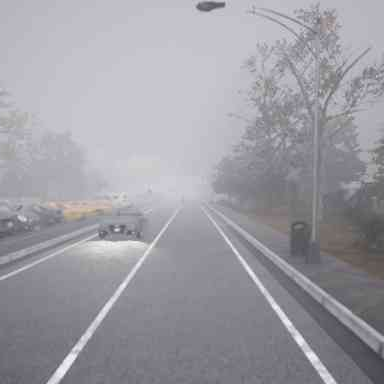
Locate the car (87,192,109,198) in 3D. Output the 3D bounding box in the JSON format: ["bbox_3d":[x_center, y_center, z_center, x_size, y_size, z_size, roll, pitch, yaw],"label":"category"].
[{"bbox_3d":[-23.476,0.841,83.192,4.792,1.488,2.163,0,0,0],"label":"car"}]

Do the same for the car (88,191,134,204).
[{"bbox_3d":[-10.223,1.232,39.504,5.566,2.045,2.435,0,0,0],"label":"car"}]

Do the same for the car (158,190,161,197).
[{"bbox_3d":[-10.412,0.868,77.652,4.792,1.488,2.163,0,0,0],"label":"car"}]

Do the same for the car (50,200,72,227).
[{"bbox_3d":[-10.227,1.422,20.081,4.892,1.521,2.231,0,0,0],"label":"car"}]

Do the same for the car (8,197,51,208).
[{"bbox_3d":[-23.254,1.517,47.728,5.008,1.535,2.097,0,0,0],"label":"car"}]

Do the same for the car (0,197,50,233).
[{"bbox_3d":[-10.269,1.302,17.301,4.553,1.767,2.185,0,0,0],"label":"car"}]

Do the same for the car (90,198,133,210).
[{"bbox_3d":[-10.195,1.495,42.279,5.008,1.535,2.097,0,0,0],"label":"car"}]

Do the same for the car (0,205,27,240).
[{"bbox_3d":[-10.273,1.467,14.529,4.792,1.488,2.163,0,0,0],"label":"car"}]

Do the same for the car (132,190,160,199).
[{"bbox_3d":[-10.361,0.877,74.868,4.792,1.488,2.163,0,0,0],"label":"car"}]

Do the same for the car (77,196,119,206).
[{"bbox_3d":[-10.026,1.445,31.174,5.366,1.575,1.946,0,0,0],"label":"car"}]

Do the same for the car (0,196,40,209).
[{"bbox_3d":[-23.296,1.380,44.957,4.553,1.767,2.185,0,0,0],"label":"car"}]

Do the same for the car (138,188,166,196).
[{"bbox_3d":[-10.388,0.535,86.008,5.566,2.045,2.435,0,1,0],"label":"car"}]

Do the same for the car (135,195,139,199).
[{"bbox_3d":[-10.155,1.536,45.055,4.792,1.488,2.163,0,0,0],"label":"car"}]

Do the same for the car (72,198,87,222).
[{"bbox_3d":[-10.413,1.418,22.849,5.366,1.575,1.946,0,0,0],"label":"car"}]

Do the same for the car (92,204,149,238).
[{"bbox_3d":[-3.368,1.512,17.002,1.994,1.385,4.181,0,0,0],"label":"car"}]

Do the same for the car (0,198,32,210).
[{"bbox_3d":[-23.240,1.524,42.311,4.792,1.488,2.163,0,0,0],"label":"car"}]

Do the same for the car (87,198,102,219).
[{"bbox_3d":[-10.037,1.424,25.501,5.366,1.575,1.946,0,0,0],"label":"car"}]

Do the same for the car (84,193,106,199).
[{"bbox_3d":[-23.458,0.868,80.280,4.674,1.452,2.002,0,0,0],"label":"car"}]

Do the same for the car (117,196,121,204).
[{"bbox_3d":[-10.212,1.461,33.950,4.892,1.521,2.231,0,0,0],"label":"car"}]

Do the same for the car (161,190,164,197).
[{"bbox_3d":[-10.362,0.812,83.217,5.008,1.535,2.097,0,1,0],"label":"car"}]

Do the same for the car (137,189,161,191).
[{"bbox_3d":[-10.406,0.703,80.437,4.553,1.767,2.185,0,0,0],"label":"car"}]

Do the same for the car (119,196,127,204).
[{"bbox_3d":[-10.386,1.468,36.727,5.366,1.575,1.946,0,0,0],"label":"car"}]

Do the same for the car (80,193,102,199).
[{"bbox_3d":[-23.465,0.877,77.495,4.674,1.452,2.002,0,0,0],"label":"car"}]
